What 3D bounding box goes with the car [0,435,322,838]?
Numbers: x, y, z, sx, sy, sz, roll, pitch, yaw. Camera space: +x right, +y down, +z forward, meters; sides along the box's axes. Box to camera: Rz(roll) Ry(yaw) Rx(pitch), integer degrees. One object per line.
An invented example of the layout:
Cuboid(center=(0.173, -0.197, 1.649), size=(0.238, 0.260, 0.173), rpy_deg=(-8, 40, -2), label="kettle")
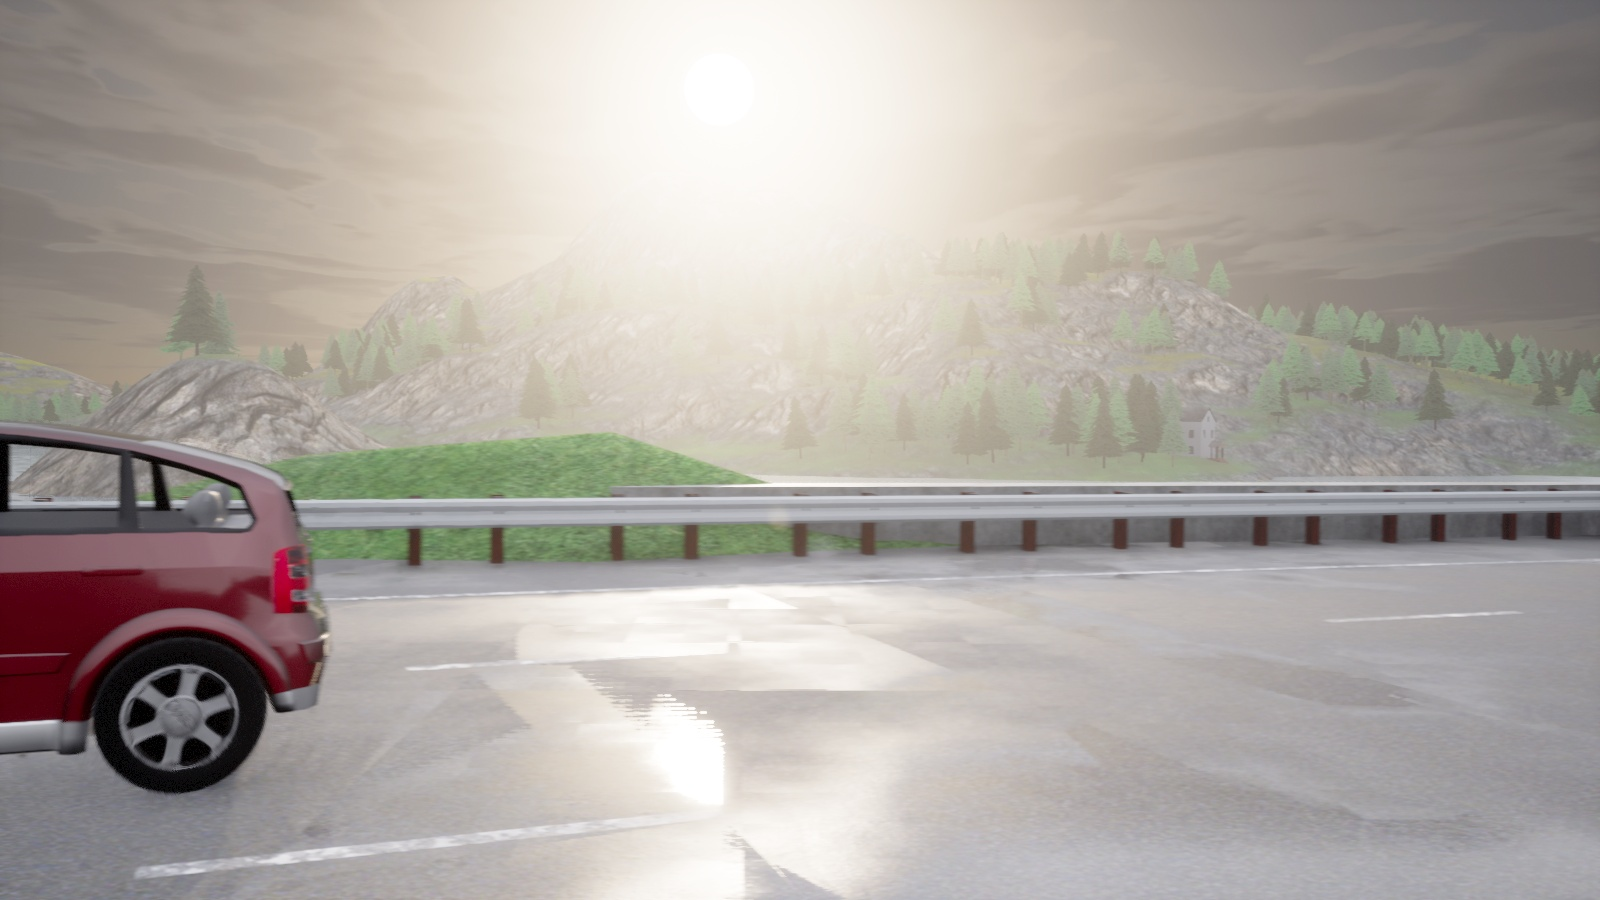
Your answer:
Cuboid(center=(-4.076, 0.732, 5.440), size=(3.705, 1.549, 1.789), rpy_deg=(-1, 1, -22), label="car")
